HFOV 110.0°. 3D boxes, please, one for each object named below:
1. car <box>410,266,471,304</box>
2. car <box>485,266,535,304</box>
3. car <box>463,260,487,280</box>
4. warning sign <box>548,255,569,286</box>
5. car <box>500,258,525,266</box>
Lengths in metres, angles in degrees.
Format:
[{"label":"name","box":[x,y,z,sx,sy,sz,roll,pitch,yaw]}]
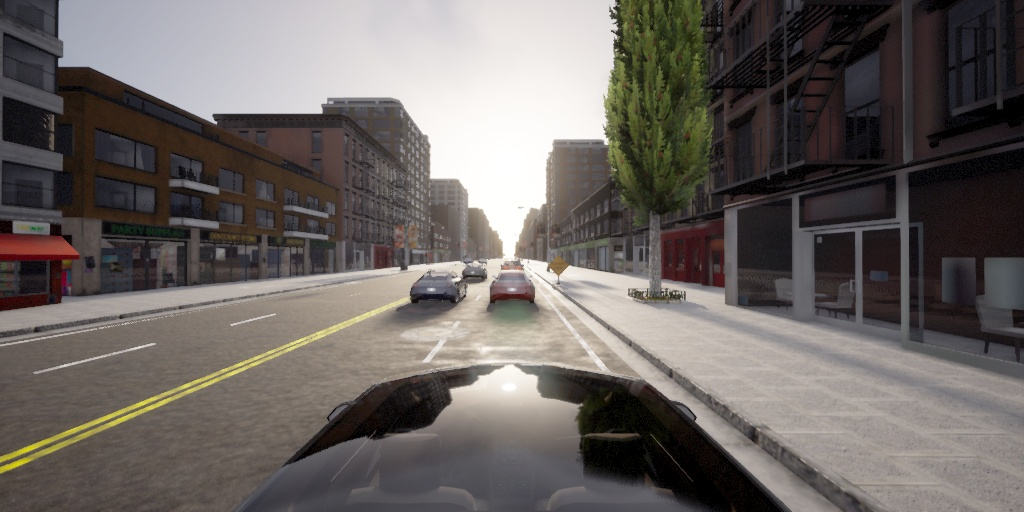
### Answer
[{"label":"car","box":[-3.239,1.324,16.431,1.994,1.385,4.181,0,0,0]},{"label":"car","box":[0.011,1.324,16.428,1.994,1.385,4.181,0,0,0]},{"label":"car","box":[-3.228,1.326,31.431,1.994,1.385,4.181,0,0,0]},{"label":"warning sign","box":[2.865,0.867,22.079,1.300,1.860,1.060,0,0,0]},{"label":"car","box":[0.022,1.120,31.399,2.097,1.767,4.553,0,0,0]}]
